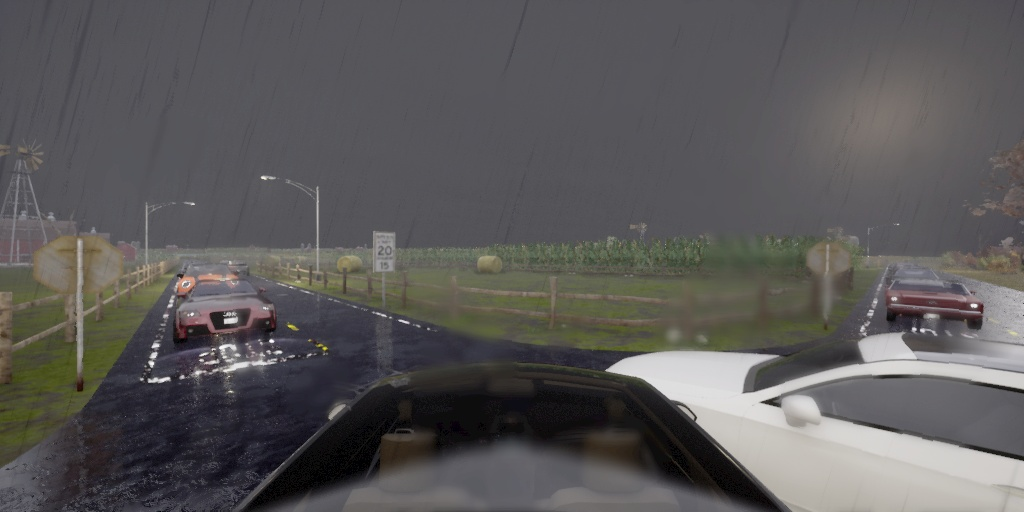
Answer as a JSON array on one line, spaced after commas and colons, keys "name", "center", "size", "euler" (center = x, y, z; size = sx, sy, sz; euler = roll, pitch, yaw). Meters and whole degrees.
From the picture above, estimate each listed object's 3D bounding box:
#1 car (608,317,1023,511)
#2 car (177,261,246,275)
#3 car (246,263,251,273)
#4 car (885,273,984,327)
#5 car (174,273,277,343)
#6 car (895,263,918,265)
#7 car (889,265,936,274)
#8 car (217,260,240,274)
[{"name": "car", "center": [2.825, 1.294, 2.459], "size": [1.812, 1.442, 4.674], "euler": [0, 1, -44]}, {"name": "car", "center": [-13.835, 1.141, 16.405], "size": [2.097, 1.767, 4.553], "euler": [0, 0, -42]}, {"name": "car", "center": [-27.244, 1.287, 35.535], "size": [2.128, 1.511, 4.902], "euler": [0, 0, -42]}, {"name": "car", "center": [13.436, 1.403, 11.600], "size": [4.718, 1.301, 1.895], "euler": [0, 1, -43]}, {"name": "car", "center": [-8.011, 1.355, 9.965], "size": [1.994, 1.385, 4.181], "euler": [0, 0, -43]}, {"name": "car", "center": [27.172, 1.411, 24.521], "size": [4.181, 1.385, 1.994], "euler": [0, 1, -43]}, {"name": "car", "center": [20.464, 1.370, 18.216], "size": [5.357, 1.411, 2.033], "euler": [0, 1, -43]}, {"name": "car", "center": [-34.020, 1.308, 42.942], "size": [1.837, 1.490, 4.892], "euler": [0, 0, -42]}]
